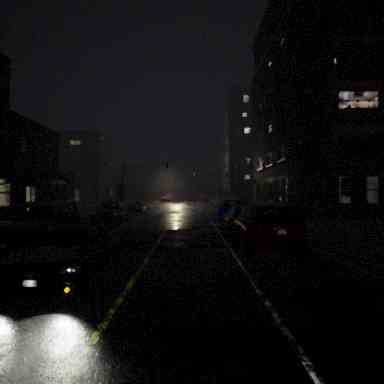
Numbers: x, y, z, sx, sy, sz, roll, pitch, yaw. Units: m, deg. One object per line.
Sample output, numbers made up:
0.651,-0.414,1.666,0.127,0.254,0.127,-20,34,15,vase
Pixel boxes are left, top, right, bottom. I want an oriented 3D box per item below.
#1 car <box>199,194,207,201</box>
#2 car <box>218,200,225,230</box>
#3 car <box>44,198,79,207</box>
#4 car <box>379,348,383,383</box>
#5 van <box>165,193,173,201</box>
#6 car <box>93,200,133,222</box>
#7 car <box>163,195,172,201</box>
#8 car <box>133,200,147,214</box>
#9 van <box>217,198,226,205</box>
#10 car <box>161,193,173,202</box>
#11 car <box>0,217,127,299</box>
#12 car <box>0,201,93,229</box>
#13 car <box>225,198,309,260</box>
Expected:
2.726,1.311,83.418,1.967,1.590,4.097,1,0,0,car
2.710,1.413,17.803,1.967,1.590,4.097,1,0,0,car
-19.288,1.538,49.292,4.507,1.381,1.887,0,-1,1,car
2.705,1.548,1.582,2.008,1.369,4.403,1,0,0,car
-5.652,1.212,83.359,1.690,1.788,3.998,1,0,0,van
-5.668,1.405,23.220,1.967,1.590,4.097,1,0,0,car
-5.658,1.424,77.672,1.887,1.381,4.507,1,0,0,car
-5.668,1.499,34.034,2.008,1.369,4.403,1,0,0,car
2.714,1.306,23.211,1.690,1.788,3.998,1,0,0,van
-5.735,1.433,71.990,1.887,1.381,4.507,1,0,0,car
-3.097,1.551,8.329,1.994,1.385,4.181,0,0,0,car
-5.668,1.296,12.405,2.192,1.841,5.009,1,0,0,car
2.711,1.296,12.396,2.192,1.841,5.009,1,0,0,car
